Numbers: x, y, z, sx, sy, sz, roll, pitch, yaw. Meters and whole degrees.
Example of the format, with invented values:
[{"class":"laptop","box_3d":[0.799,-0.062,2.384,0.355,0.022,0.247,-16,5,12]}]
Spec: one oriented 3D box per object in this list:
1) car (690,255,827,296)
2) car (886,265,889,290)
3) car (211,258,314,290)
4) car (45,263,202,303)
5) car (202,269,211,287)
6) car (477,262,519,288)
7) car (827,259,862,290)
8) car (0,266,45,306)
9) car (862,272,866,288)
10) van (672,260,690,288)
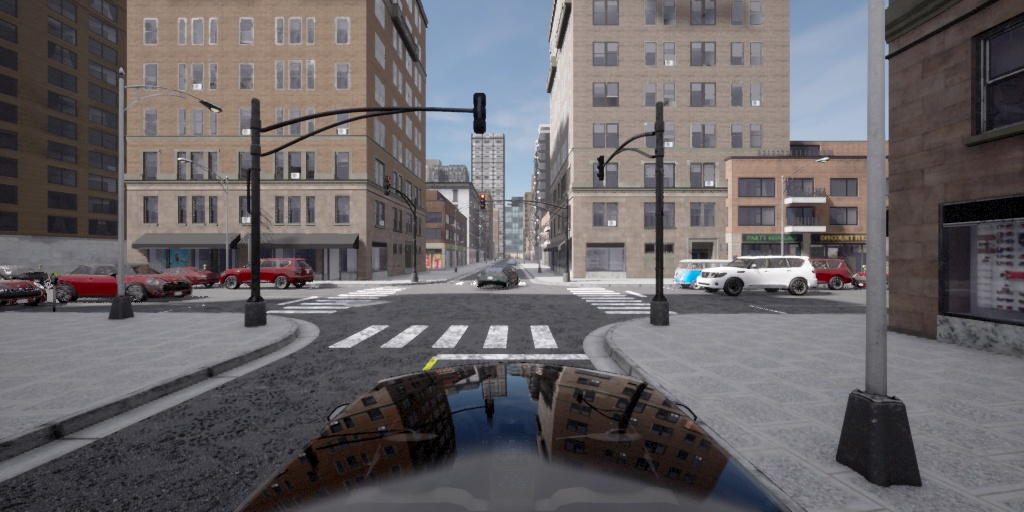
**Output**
[{"class":"car","box_3d":[12.956,0.989,19.119,5.566,2.045,2.150,0,0,0]},{"class":"car","box_3d":[22.921,1.281,19.065,4.892,1.490,1.837,0,0,0]},{"class":"car","box_3d":[-14.913,1.059,22.035,5.009,1.841,2.192,0,0,0]},{"class":"car","box_3d":[-17.209,1.094,16.089,4.553,1.767,2.097,0,0,0]},{"class":"car","box_3d":[-20.437,1.321,22.066,4.207,1.307,1.802,0,0,0]},{"class":"car","box_3d":[-0.852,1.322,23.955,1.994,1.385,4.181,0,0,14]},{"class":"car","box_3d":[17.630,1.086,21.853,5.009,1.841,2.192,0,0,0]},{"class":"car","box_3d":[-20.459,1.179,13.540,4.097,1.591,1.967,0,0,0]},{"class":"car","box_3d":[23.226,1.216,21.821,4.097,1.591,1.967,0,0,0]},{"class":"van","box_3d":[12.034,1.108,21.884,3.998,1.789,1.690,0,0,0]}]
